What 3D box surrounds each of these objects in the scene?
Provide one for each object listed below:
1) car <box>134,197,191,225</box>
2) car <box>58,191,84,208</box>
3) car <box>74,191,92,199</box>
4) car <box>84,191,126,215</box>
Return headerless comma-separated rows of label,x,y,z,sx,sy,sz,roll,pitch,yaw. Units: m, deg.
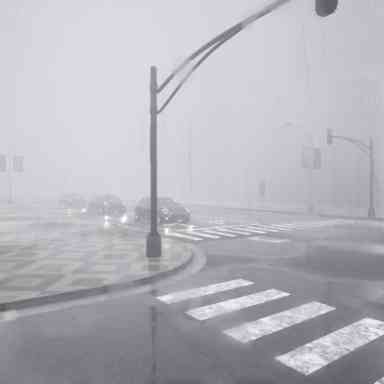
car,-2.019,1.113,21.775,2.097,1.767,4.553,0,1,-35
car,-13.708,0.829,38.028,2.097,1.767,4.553,0,1,-35
car,-21.719,0.520,66.160,1.882,1.535,5.008,0,1,-36
car,-7.600,0.978,29.543,2.097,1.767,4.553,0,1,-36
